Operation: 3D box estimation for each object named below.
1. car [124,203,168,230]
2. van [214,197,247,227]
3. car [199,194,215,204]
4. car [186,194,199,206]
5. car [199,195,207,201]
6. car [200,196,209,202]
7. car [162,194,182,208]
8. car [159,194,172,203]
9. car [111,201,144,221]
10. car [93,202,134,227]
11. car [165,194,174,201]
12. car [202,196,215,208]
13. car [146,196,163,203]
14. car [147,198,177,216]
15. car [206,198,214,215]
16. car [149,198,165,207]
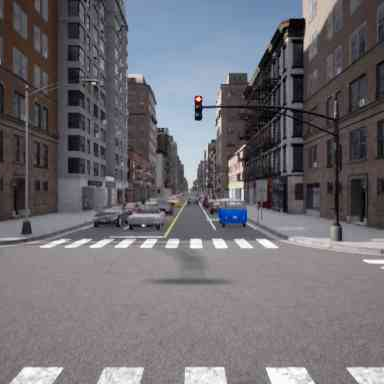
[{"bbox_3d":[-2.798,1.597,21.173,1.895,1.301,4.718,0,0,-1],"label":"car"},{"bbox_3d":[2.660,1.337,22.467,1.690,1.788,3.998,0,0,0],"label":"van"},{"bbox_3d":[2.689,1.298,50.874,2.192,1.841,5.009,0,0,0],"label":"car"},{"bbox_3d":[0.160,1.471,55.365,2.128,1.511,4.902,0,0,0],"label":"car"},{"bbox_3d":[2.723,1.519,84.961,1.947,1.339,4.313,0,0,0],"label":"car"},{"bbox_3d":[2.712,1.514,73.599,2.008,1.369,4.403,0,0,0],"label":"car"},{"bbox_3d":[-2.780,1.464,47.070,1.882,1.535,5.008,0,0,0],"label":"car"},{"bbox_3d":[-5.319,1.283,67.921,2.192,1.841,5.009,0,0,0],"label":"car"},{"bbox_3d":[-5.360,1.539,28.148,1.887,1.381,4.507,0,0,0],"label":"car"},{"bbox_3d":[-5.365,1.546,22.467,2.008,1.369,4.403,0,0,0],"label":"car"},{"bbox_3d":[-5.307,1.399,79.285,1.967,1.590,4.097,0,0,0],"label":"car"},{"bbox_3d":[2.683,1.570,45.192,1.802,1.307,4.206,0,0,0],"label":"car"},{"bbox_3d":[-5.342,1.513,45.024,1.752,1.417,4.829,0,0,0],"label":"car"},{"bbox_3d":[-2.821,1.557,32.131,1.994,1.385,4.181,0,0,0],"label":"car"},{"bbox_3d":[2.671,1.575,33.829,1.802,1.307,4.206,0,0,0],"label":"car"},{"bbox_3d":[-5.336,1.549,50.876,1.947,1.339,4.313,0,0,0],"label":"car"}]
